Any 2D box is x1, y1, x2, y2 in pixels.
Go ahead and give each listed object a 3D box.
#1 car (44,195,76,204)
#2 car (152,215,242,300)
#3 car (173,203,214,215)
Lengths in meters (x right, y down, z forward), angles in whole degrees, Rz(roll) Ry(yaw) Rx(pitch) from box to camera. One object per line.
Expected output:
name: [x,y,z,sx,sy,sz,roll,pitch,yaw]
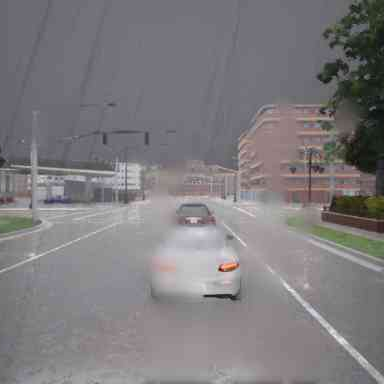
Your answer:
car: [-23.380,1.295,57.957,4.611,1.667,2.242,0,0,1]
car: [0.095,1.526,8.232,1.812,1.442,4.674,0,0,0]
car: [0.081,1.352,17.225,2.097,1.767,4.553,0,0,0]
